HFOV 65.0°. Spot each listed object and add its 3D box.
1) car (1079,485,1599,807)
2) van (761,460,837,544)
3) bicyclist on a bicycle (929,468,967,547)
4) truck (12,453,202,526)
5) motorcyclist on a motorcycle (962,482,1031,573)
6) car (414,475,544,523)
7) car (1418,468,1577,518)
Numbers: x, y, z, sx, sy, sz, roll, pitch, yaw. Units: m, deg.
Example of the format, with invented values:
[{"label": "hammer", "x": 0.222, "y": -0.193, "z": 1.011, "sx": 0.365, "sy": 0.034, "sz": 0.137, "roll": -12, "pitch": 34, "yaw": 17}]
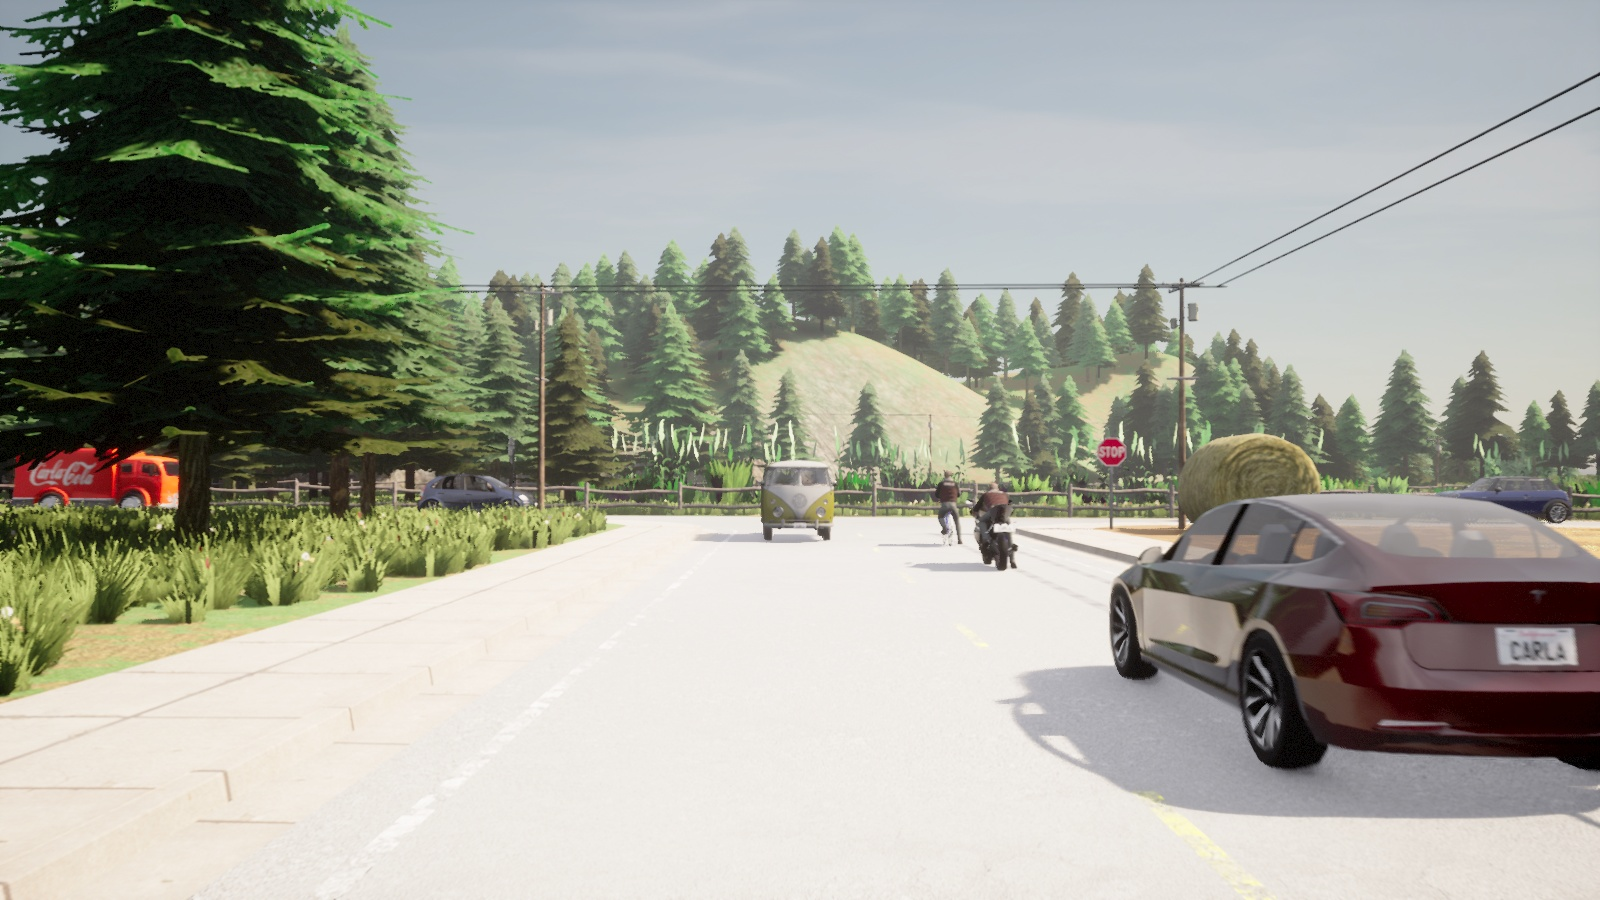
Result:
[{"label": "car", "x": 3.479, "y": 0.992, "z": 8.343, "sx": 2.163, "sy": 1.488, "sz": 4.792, "roll": 0, "pitch": -1, "yaw": 0}, {"label": "van", "x": -0.086, "y": 1.282, "z": 32.189, "sx": 1.775, "sy": 1.987, "sz": 4.442, "roll": 0, "pitch": -1, "yaw": -2}, {"label": "bicyclist on a bicycle", "x": 3.426, "y": 1.320, "z": 29.223, "sx": 0.659, "sy": 1.776, "sz": 1.843, "roll": 0, "pitch": -1, "yaw": 0}, {"label": "truck", "x": -24.192, "y": 1.365, "z": 44.010, "sx": 5.204, "sy": 2.467, "sz": 2.627, "roll": 0, "pitch": -1, "yaw": 1}, {"label": "motorcyclist on a motorcycle", "x": 3.444, "y": 1.332, "z": 22.231, "sx": 0.866, "sy": 1.530, "sz": 2.191, "roll": 0, "pitch": -1, "yaw": 0}, {"label": "car", "x": -11.080, "y": 1.684, "z": 43.505, "sx": 3.988, "sy": 1.617, "sz": 1.851, "roll": 0, "pitch": -1, "yaw": 3}, {"label": "car", "x": 25.114, "y": 1.540, "z": 45.343, "sx": 4.553, "sy": 1.767, "sz": 2.097, "roll": 0, "pitch": -1, "yaw": 3}]
